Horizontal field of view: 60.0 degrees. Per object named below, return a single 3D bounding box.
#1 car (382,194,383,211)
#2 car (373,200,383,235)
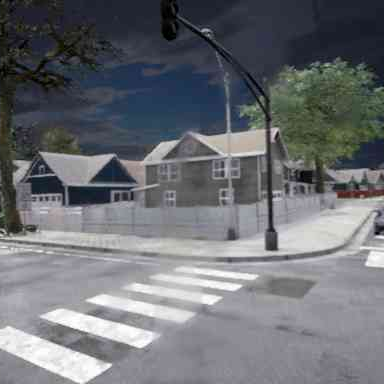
[{"bbox_3d":[20.058,0.926,32.832,2.128,1.511,4.902,-2,0,31],"label":"car"},{"bbox_3d":[10.088,1.281,16.314,1.994,1.385,4.181,-2,0,31],"label":"car"}]
